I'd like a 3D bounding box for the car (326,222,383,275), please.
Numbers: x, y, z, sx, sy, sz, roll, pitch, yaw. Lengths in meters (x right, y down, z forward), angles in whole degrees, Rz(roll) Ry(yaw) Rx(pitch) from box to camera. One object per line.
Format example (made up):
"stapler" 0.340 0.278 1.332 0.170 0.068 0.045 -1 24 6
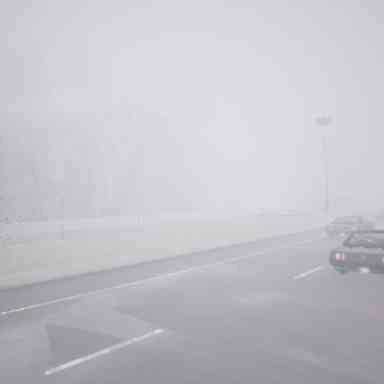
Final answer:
"car" 6.155 1.852 10.695 1.895 1.301 4.718 -4 -3 42

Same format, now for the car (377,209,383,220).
"car" 20.491 2.374 35.014 1.895 1.301 4.718 -3 -3 34

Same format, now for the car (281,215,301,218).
"car" 12.251 2.738 41.583 1.812 1.442 4.674 -3 -3 33

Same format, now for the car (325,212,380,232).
"car" 9.870 2.127 20.484 1.895 1.301 4.718 -4 -3 39
